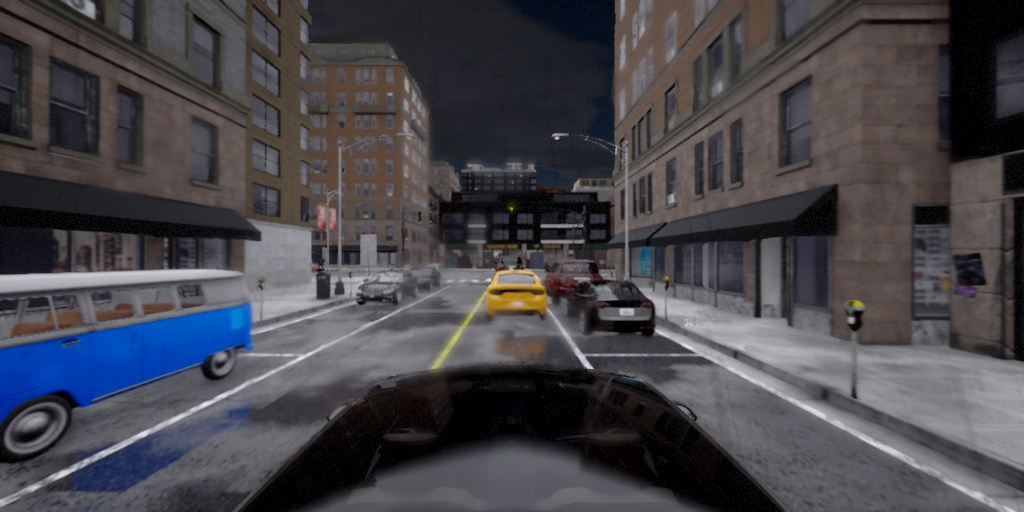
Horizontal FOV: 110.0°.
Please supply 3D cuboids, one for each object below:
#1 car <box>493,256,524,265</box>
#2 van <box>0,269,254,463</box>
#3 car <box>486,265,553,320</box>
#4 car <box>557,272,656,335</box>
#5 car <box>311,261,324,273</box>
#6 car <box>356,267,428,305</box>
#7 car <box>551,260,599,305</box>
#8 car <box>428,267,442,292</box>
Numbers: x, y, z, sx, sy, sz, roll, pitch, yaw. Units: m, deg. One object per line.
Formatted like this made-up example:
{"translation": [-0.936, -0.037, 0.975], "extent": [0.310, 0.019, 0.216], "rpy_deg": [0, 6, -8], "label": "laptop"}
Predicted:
{"translation": [-0.238, 0.994, 27.950], "extent": [2.150, 2.045, 5.566], "rpy_deg": [0, 0, -5], "label": "car"}
{"translation": [-5.388, 1.093, 4.650], "extent": [1.690, 1.789, 3.998], "rpy_deg": [0, 0, 0], "label": "van"}
{"translation": [0.115, 1.237, 12.771], "extent": [1.882, 1.535, 5.008], "rpy_deg": [0, 0, -1], "label": "car"}
{"translation": [2.636, 1.323, 10.312], "extent": [1.948, 1.339, 4.313], "rpy_deg": [0, 0, 0], "label": "car"}
{"translation": [-23.625, 1.241, 40.553], "extent": [4.181, 1.385, 1.994], "rpy_deg": [0, 0, 0], "label": "car"}
{"translation": [-5.389, 1.312, 15.974], "extent": [2.007, 1.370, 4.403], "rpy_deg": [0, 0, 0], "label": "car"}
{"translation": [2.636, 1.076, 15.975], "extent": [2.192, 1.841, 5.009], "rpy_deg": [0, 0, 0], "label": "car"}
{"translation": [-5.390, 1.332, 21.636], "extent": [1.948, 1.339, 4.313], "rpy_deg": [0, 0, 0], "label": "car"}
